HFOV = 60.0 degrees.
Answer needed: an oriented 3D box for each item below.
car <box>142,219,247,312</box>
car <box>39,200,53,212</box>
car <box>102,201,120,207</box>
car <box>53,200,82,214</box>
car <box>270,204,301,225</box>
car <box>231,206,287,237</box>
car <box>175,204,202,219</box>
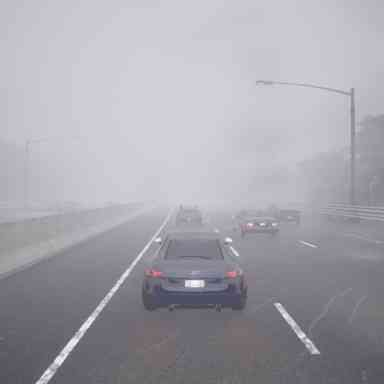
[{"bbox_3d":[0.032,1.574,7.804,1.994,1.385,4.181,0,0,0],"label":"car"},{"bbox_3d":[-18.586,1.868,44.109,2.128,1.511,4.902,0,-1,-2],"label":"car"},{"bbox_3d":[-11.754,1.983,48.805,2.033,1.411,5.357,0,-1,-2],"label":"car"},{"bbox_3d":[-14.967,1.842,40.922,1.837,1.490,4.892,0,-1,-2],"label":"car"},{"bbox_3d":[6.722,1.641,25.555,1.882,1.535,5.008,0,-1,-2],"label":"car"},{"bbox_3d":[3.376,1.637,18.568,2.033,1.411,5.357,0,-1,-1],"label":"car"},{"bbox_3d":[-0.256,1.647,24.612,2.128,1.511,4.902,0,-1,-1],"label":"car"}]
